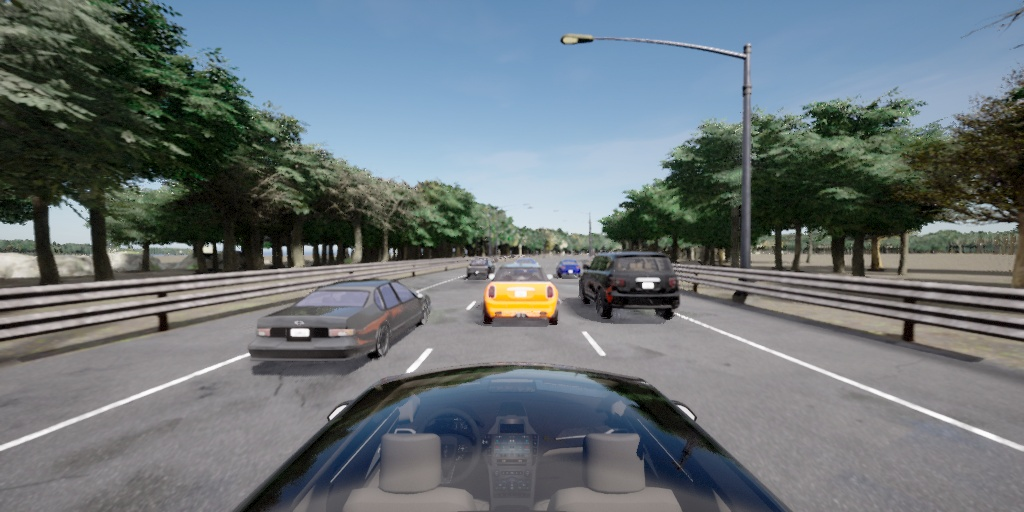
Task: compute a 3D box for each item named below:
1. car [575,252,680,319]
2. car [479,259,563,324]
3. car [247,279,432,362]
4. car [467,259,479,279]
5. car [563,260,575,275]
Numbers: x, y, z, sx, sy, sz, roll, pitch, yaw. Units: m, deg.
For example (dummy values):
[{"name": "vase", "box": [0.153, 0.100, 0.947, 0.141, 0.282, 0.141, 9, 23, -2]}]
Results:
[{"name": "car", "box": [3.797, 0.872, 12.481, 2.150, 2.045, 5.566, 0, 1, 2]}, {"name": "car", "box": [0.287, 1.007, 11.703, 2.097, 1.767, 4.553, 0, 1, 1]}, {"name": "car", "box": [-3.314, 1.234, 8.187, 2.033, 1.411, 5.357, 0, 1, 1]}, {"name": "car", "box": [-2.399, 0.982, 28.819, 2.128, 1.511, 4.902, 0, 1, 4]}, {"name": "car", "box": [4.714, 1.010, 30.014, 1.812, 1.442, 4.674, 0, 1, 4]}]
